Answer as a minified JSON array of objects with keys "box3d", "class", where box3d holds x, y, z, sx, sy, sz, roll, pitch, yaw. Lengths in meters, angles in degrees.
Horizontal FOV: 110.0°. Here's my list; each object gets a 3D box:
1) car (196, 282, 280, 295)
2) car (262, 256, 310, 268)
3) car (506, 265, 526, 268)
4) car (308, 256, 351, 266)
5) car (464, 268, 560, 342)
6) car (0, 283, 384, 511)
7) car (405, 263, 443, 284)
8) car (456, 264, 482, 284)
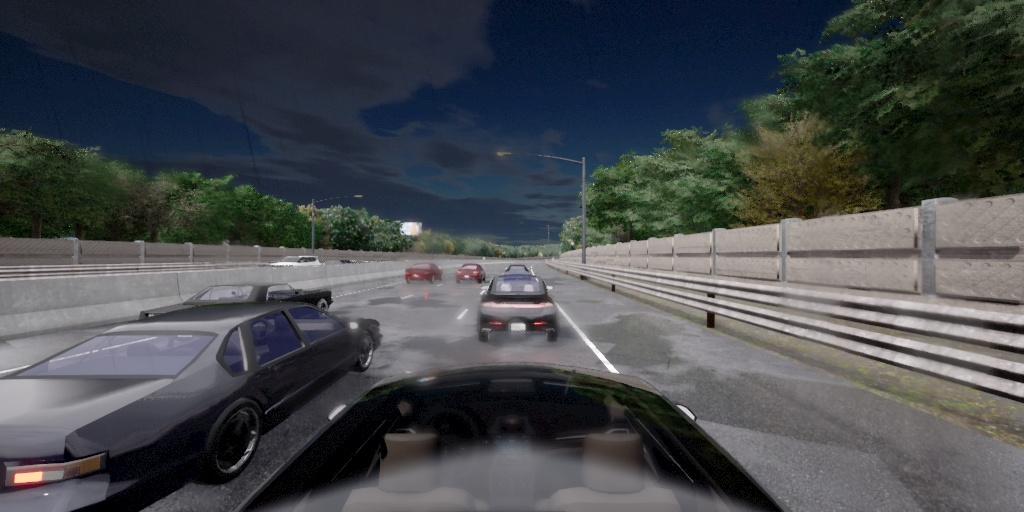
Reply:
[{"box3d":[-6.856,1.352,9.763,1.895,1.301,4.718,0,0,0],"class":"car"},{"box3d":[-20.616,0.993,34.256,2.150,2.045,5.566,0,0,2],"class":"car"},{"box3d":[0.405,1.333,26.761,1.994,1.385,4.181,0,0,1],"class":"car"},{"box3d":[-17.097,1.127,34.628,2.097,1.767,4.553,0,0,2],"class":"car"},{"box3d":[0.147,1.244,9.749,2.128,1.511,4.902,0,0,0],"class":"car"},{"box3d":[-3.375,1.297,4.545,2.033,1.411,5.357,0,0,-1],"class":"car"},{"box3d":[-6.585,1.244,27.382,1.882,1.535,5.008,0,0,1],"class":"car"},{"box3d":[-3.092,1.294,27.374,1.812,1.442,4.674,0,0,1],"class":"car"}]
